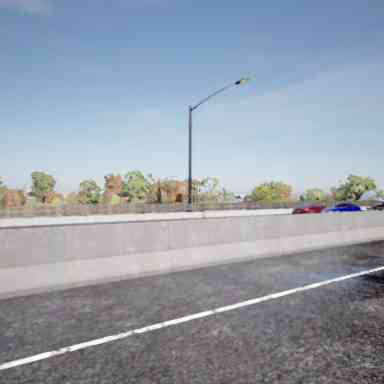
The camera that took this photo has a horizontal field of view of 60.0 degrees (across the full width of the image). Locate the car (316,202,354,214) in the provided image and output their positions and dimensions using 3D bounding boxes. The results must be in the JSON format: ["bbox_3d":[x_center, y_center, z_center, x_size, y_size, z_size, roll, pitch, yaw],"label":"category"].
[{"bbox_3d":[13.966,1.707,30.810,4.674,1.442,1.812,0,0,-34],"label":"car"}]

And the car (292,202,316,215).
[{"bbox_3d":[12.124,1.746,33.787,4.181,1.385,1.994,0,0,-34],"label":"car"}]

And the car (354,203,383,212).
[{"bbox_3d":[16.143,1.688,28.059,4.892,1.490,1.837,0,0,-34],"label":"car"}]
